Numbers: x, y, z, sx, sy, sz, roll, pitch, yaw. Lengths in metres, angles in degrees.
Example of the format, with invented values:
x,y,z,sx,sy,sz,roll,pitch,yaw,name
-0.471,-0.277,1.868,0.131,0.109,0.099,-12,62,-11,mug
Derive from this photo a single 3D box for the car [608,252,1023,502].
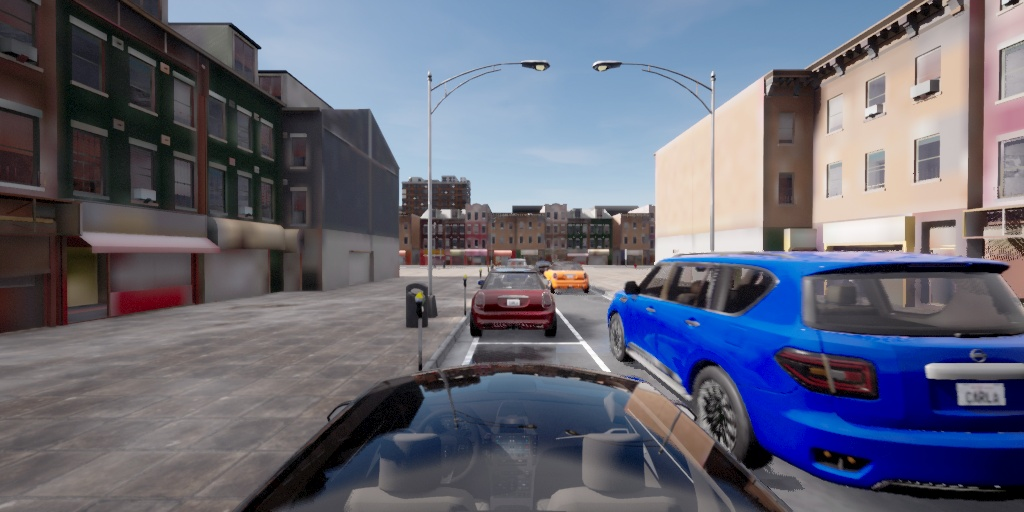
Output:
x,y,z,sx,sy,sz,roll,pitch,yaw,name
3.021,0.973,4.992,2.150,2.045,5.566,0,0,0,car

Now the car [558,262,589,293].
x,y,z,sx,sy,sz,roll,pitch,yaw,name
3.065,1.103,20.884,2.097,1.767,4.553,0,0,0,car

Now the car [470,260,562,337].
x,y,z,sx,sy,sz,roll,pitch,yaw,name
0.033,1.102,10.471,2.097,1.767,4.553,0,0,0,car

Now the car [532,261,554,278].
x,y,z,sx,sy,sz,roll,pitch,yaw,name
3.065,1.266,36.000,1.837,1.490,4.892,0,0,0,car
